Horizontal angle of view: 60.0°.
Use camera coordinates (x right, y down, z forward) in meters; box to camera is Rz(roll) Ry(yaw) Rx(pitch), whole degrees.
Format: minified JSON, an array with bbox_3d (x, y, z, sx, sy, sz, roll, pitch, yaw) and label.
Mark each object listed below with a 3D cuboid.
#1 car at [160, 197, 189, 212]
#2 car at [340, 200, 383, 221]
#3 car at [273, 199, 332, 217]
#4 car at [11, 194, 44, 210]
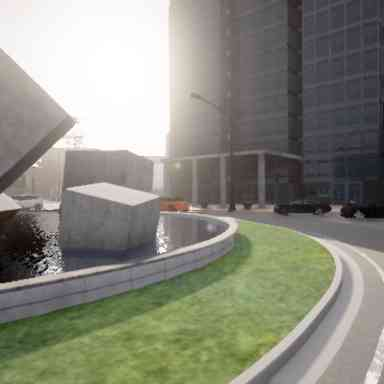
[{"bbox_3d":[-2.462,1.296,36.452,2.097,1.767,4.553,-1,0,-42],"label":"car"},{"bbox_3d":[13.800,1.316,24.888,5.008,1.535,1.882,0,0,5],"label":"car"},{"bbox_3d":[9.726,1.354,29.379,4.902,1.511,2.128,0,0,17],"label":"car"},{"bbox_3d":[-20.606,1.305,40.287,2.150,2.045,5.566,0,0,19],"label":"car"}]
